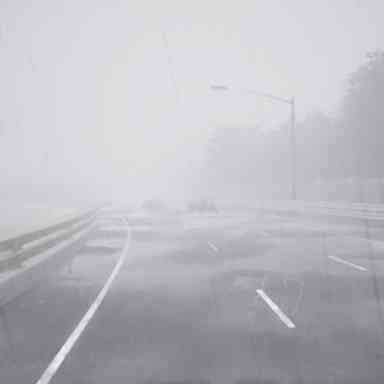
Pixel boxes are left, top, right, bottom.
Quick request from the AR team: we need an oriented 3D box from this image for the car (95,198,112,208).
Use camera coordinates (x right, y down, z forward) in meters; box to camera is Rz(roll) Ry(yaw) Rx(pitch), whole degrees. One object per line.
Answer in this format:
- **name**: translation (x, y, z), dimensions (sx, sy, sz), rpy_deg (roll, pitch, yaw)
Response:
- **car**: translation (-13.593, 1.688, 50.737), dimensions (1.812, 1.442, 4.674), rpy_deg (0, 0, -30)

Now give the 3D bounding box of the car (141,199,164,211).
- **car**: translation (-4.944, 1.549, 41.118), dimensions (2.128, 1.511, 4.902), rpy_deg (-1, 0, -23)

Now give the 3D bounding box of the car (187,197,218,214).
- **car**: translation (1.025, 1.338, 35.245), dimensions (2.097, 1.767, 4.553), rpy_deg (-1, 0, -19)
